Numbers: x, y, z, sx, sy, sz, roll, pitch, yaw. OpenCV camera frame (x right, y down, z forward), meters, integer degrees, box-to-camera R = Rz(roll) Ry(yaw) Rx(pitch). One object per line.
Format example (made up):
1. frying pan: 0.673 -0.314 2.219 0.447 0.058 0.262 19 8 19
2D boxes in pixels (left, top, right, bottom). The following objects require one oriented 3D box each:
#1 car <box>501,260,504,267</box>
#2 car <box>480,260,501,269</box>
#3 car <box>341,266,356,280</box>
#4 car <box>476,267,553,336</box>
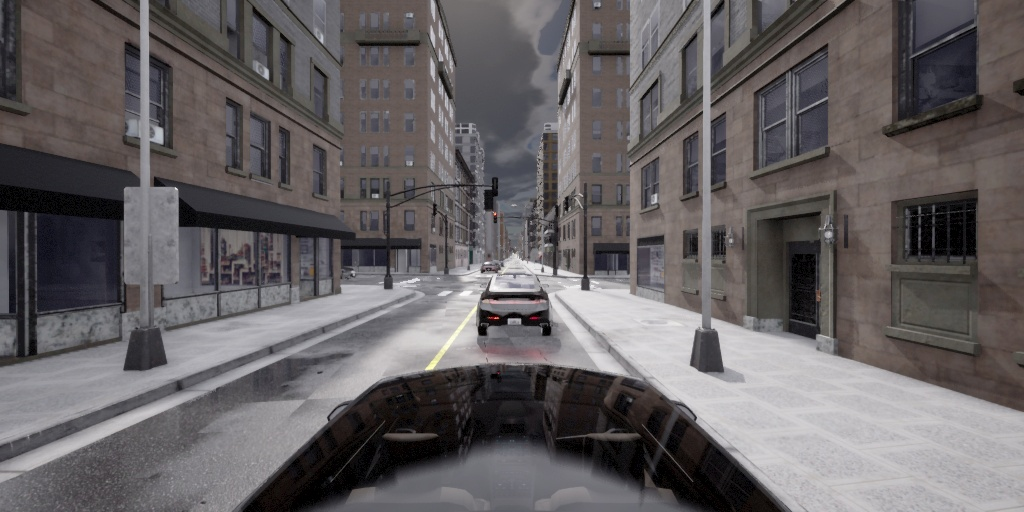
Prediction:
1. car: -2.617 1.334 53.988 1.837 1.490 4.892 0 0 0
2. car: -2.713 1.372 44.035 1.994 1.385 4.181 0 0 1
3. car: -14.040 1.079 26.287 4.902 1.511 2.128 1 0 0
4. car: 0.076 1.243 10.380 2.128 1.511 4.902 0 0 1
